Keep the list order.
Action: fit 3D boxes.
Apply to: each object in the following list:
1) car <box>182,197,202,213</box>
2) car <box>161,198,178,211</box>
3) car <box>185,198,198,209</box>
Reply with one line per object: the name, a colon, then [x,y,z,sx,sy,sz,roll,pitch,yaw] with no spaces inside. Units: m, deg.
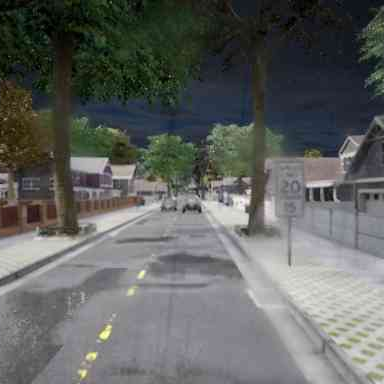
car: [-0.020,1.387,37.158,2.097,1.767,4.553,0,0,0]
car: [-2.772,1.531,40.940,2.128,1.511,4.902,0,0,0]
car: [-0.018,1.572,48.088,1.812,1.442,4.674,0,0,0]
